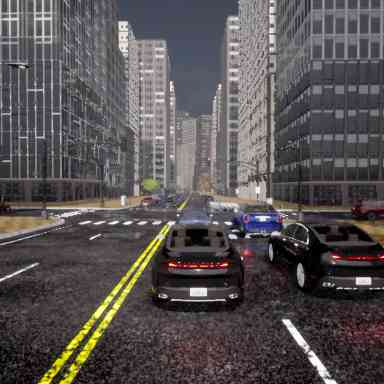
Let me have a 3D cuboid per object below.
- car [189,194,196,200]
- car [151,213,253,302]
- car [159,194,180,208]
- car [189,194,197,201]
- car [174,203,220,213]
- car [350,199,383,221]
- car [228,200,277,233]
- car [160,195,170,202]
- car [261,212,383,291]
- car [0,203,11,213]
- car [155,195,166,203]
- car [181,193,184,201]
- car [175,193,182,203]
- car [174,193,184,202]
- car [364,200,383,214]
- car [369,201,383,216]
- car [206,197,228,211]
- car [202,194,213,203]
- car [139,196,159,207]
[{"bbox_3d":[0.236,1.387,90.175,1.882,1.535,5.008,0,0,0],"label":"car"},{"bbox_3d":[0.119,1.501,8.239,1.837,1.490,4.892,0,0,0],"label":"car"},{"bbox_3d":[-3.215,1.471,48.270,1.837,1.490,4.892,0,0,0],"label":"car"},{"bbox_3d":[0.209,1.450,80.180,1.812,1.442,4.674,0,0,0],"label":"car"},{"bbox_3d":[0.146,1.538,17.794,2.033,1.411,5.357,0,0,0],"label":"car"},{"bbox_3d":[16.275,1.519,28.507,5.009,1.841,2.192,1,0,1],"label":"car"},{"bbox_3d":[3.395,1.342,18.029,2.097,1.767,4.553,0,0,0],"label":"car"},{"bbox_3d":[-6.297,1.453,77.922,1.812,1.442,4.674,0,0,0],"label":"car"},{"bbox_3d":[3.373,1.500,8.946,1.837,1.490,4.892,0,0,0],"label":"car"},{"bbox_3d":[-20.031,1.315,31.790,5.008,1.535,1.882,1,1,1],"label":"car"},{"bbox_3d":[-6.342,1.420,67.651,1.882,1.535,5.008,0,0,0],"label":"car"},{"bbox_3d":[-3.098,1.469,67.430,1.812,1.442,4.674,0,0,1],"label":"car"},{"bbox_3d":[-3.183,1.460,57.609,1.837,1.490,4.892,0,0,0],"label":"car"},{"bbox_3d":[-3.047,1.154,77.882,2.150,2.045,5.566,0,0,0],"label":"car"},{"bbox_3d":[21.905,1.643,36.779,4.829,1.417,1.752,1,0,1],"label":"car"},{"bbox_3d":[20.789,1.715,34.198,4.181,1.385,1.994,1,1,1],"label":"car"},{"bbox_3d":[3.754,1.551,40.436,1.895,1.301,4.718,0,-1,-20],"label":"car"},{"bbox_3d":[3.529,1.445,68.642,1.837,1.490,4.892,0,0,0],"label":"car"},{"bbox_3d":[-6.460,1.491,49.043,1.812,1.442,4.674,0,0,2],"label":"car"}]
